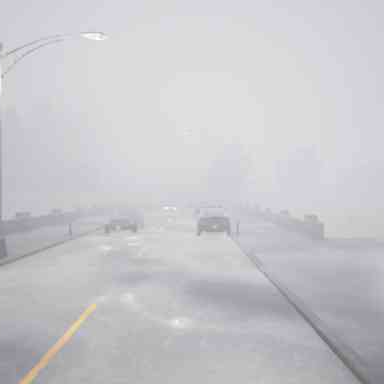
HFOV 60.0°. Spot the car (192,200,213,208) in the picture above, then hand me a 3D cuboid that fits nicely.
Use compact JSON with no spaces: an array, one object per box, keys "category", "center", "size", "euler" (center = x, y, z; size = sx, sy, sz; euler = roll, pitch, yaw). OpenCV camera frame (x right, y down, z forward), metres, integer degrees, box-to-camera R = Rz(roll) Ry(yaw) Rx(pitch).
[{"category":"car","center":[1.204,1.773,29.862],"size":[1.882,1.535,5.008],"euler":[0,-1,0]}]

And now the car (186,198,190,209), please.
[{"category":"car","center":[0.009,2.039,55.536],"size":[2.128,1.511,4.902],"euler":[0,-1,0]}]

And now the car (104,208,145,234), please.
[{"category":"car","center":[-4.097,1.732,20.819],"size":[1.812,1.442,4.674],"euler":[0,-1,0]}]

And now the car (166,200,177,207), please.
[{"category":"car","center":[-3.998,2.248,65.437],"size":[1.895,1.301,4.718],"euler":[0,-1,0]}]

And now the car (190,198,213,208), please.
[{"category":"car","center":[1.151,1.654,35.834],"size":[2.097,1.767,4.553],"euler":[-3,-1,0]}]

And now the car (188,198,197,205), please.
[{"category":"car","center":[0.011,2.043,70.551],"size":[1.837,1.490,4.892],"euler":[0,-1,0]}]

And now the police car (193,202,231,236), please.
[{"category":"police car","center":[1.203,1.623,19.973],"size":[1.930,1.638,5.238],"euler":[0,-1,0]}]
